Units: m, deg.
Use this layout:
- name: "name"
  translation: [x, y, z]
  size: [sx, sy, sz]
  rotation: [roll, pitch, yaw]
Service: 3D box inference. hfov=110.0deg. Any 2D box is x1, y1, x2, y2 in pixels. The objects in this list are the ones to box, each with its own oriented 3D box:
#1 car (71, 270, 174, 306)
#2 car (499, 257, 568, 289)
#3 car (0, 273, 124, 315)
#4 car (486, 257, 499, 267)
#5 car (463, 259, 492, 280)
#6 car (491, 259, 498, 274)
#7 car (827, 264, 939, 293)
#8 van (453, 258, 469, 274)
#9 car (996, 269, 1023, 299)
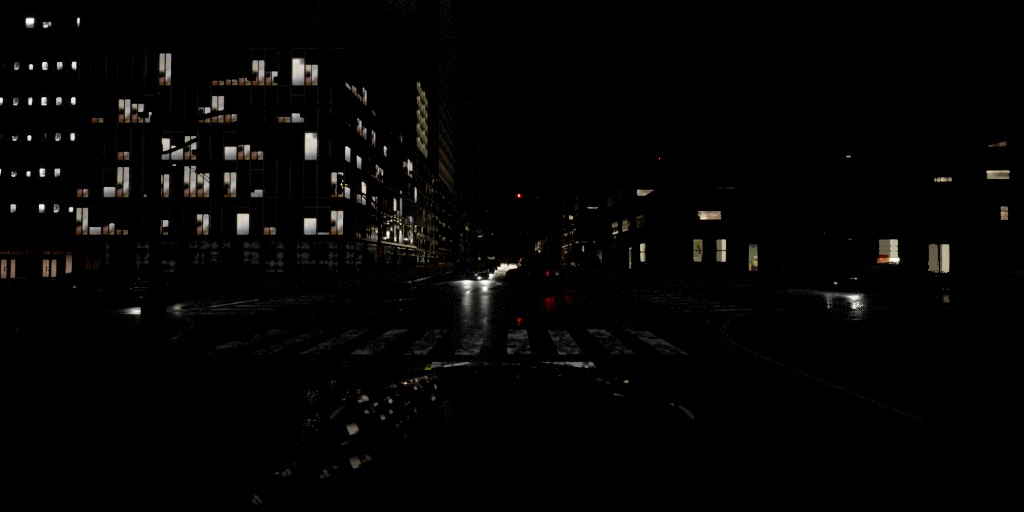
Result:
- name: "car"
  translation: [-17.868, 1.360, 15.783]
  size: [5.008, 1.535, 1.882]
  rotation: [-1, -1, 1]
- name: "car"
  translation: [1.484, 1.108, 23.455]
  size: [2.097, 1.767, 4.553]
  rotation: [1, 0, -38]
- name: "car"
  translation: [-17.398, 1.413, 13.170]
  size: [4.207, 1.307, 1.802]
  rotation: [0, 0, 1]
- name: "car"
  translation: [-3.003, 1.305, 52.300]
  size: [2.033, 1.411, 5.357]
  rotation: [0, 0, 0]
- name: "car"
  translation: [-3.018, 1.281, 32.071]
  size: [1.812, 1.442, 4.674]
  rotation: [0, 0, -1]
- name: "car"
  translation: [-3.024, 1.321, 42.020]
  size: [1.994, 1.385, 4.181]
  rotation: [0, 0, 0]
- name: "car"
  translation: [19.111, 1.112, 18.558]
  size: [4.674, 1.442, 1.812]
  rotation: [0, -1, 1]
- name: "van"
  translation: [-5.618, 1.097, 40.623]
  size: [1.690, 1.789, 3.998]
  rotation: [0, 0, 0]
- name: "car"
  translation: [20.710, 0.995, 12.734]
  size: [4.829, 1.417, 1.751]
  rotation: [0, 0, 1]
